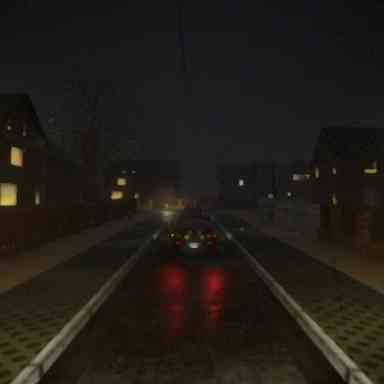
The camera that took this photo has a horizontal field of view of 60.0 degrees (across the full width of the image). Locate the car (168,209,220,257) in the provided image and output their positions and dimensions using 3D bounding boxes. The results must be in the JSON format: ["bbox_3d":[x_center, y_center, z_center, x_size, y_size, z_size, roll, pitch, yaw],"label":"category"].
[{"bbox_3d":[0.079,1.597,13.220,1.812,1.442,4.674,0,0,0],"label":"car"}]

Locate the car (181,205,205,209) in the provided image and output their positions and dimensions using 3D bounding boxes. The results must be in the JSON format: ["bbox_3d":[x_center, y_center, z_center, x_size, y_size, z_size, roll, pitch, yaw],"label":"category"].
[{"bbox_3d":[0.074,1.703,26.697,1.994,1.385,4.181,0,0,0],"label":"car"}]
